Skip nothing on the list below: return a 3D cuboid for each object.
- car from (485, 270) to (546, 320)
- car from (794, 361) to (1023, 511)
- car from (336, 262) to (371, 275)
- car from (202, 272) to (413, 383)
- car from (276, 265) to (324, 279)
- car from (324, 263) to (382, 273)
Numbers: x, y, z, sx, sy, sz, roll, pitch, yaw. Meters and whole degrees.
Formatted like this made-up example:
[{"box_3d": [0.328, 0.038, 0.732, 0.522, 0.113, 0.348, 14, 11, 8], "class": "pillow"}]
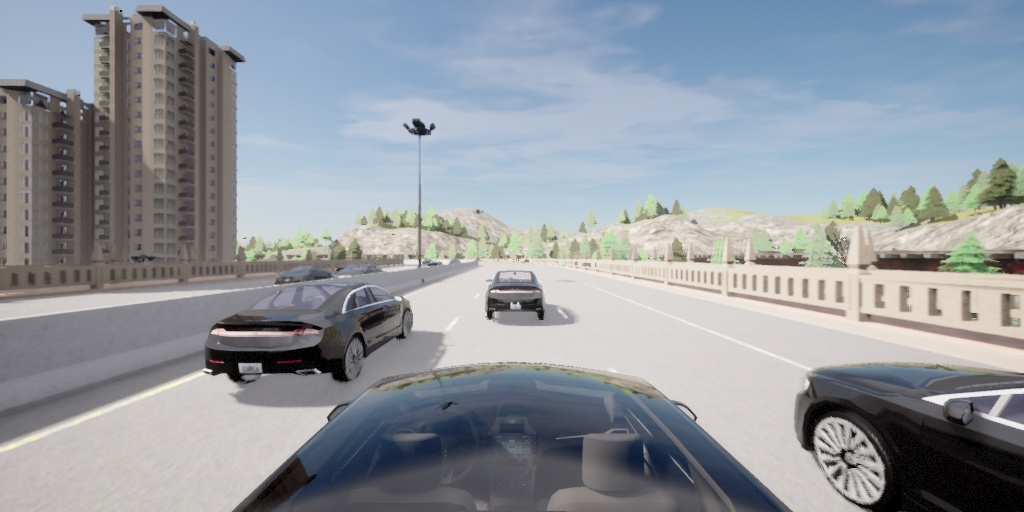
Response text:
[{"box_3d": [0.104, 1.243, 12.691, 2.128, 1.511, 4.902, 0, 0, 0], "class": "car"}, {"box_3d": [3.600, 1.241, 1.417, 2.128, 1.511, 4.902, 0, 0, 0], "class": "car"}, {"box_3d": [-17.576, 1.383, 40.009, 1.895, 1.301, 4.718, 0, 0, 0], "class": "car"}, {"box_3d": [-3.398, 1.243, 7.086, 2.128, 1.511, 4.902, 0, 0, 0], "class": "car"}, {"box_3d": [-14.089, 1.323, 24.486, 1.994, 1.385, 4.181, 0, 0, 0], "class": "car"}, {"box_3d": [-10.589, 1.251, 24.960, 2.128, 1.511, 4.902, 0, 0, 0], "class": "car"}]
